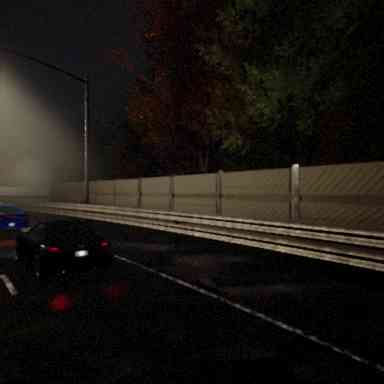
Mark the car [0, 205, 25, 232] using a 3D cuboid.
[{"bbox_3d":[-10.445,1.431,18.173,1.882,1.535,5.008,0,0,-41],"label":"car"}]

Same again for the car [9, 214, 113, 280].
[{"bbox_3d":[-4.019,1.540,10.125,1.994,1.385,4.181,0,0,-37],"label":"car"}]
